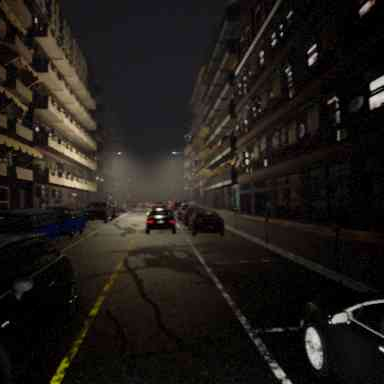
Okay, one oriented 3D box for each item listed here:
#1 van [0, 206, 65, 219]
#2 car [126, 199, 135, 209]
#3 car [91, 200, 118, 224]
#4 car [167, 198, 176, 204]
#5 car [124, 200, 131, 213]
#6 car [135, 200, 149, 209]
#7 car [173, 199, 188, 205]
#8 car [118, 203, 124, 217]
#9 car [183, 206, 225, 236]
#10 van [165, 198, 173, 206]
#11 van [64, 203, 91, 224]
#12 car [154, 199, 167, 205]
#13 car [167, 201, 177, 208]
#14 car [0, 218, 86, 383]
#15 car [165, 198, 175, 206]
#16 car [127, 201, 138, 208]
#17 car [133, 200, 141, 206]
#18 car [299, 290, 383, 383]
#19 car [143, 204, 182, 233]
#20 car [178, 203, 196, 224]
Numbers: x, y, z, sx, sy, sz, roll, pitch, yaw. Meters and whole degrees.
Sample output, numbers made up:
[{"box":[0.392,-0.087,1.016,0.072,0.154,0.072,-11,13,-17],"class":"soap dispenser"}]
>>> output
[{"box":[-6.544,1.588,13.096,1.690,1.788,3.998,0,-1,-6],"class":"van"},{"box":[-11.628,2.193,62.607,2.192,1.841,5.009,0,-1,-6],"class":"car"},{"box":[-8.239,1.759,29.601,2.192,1.841,5.009,0,-1,-6],"class":"car"},{"box":[-1.560,1.748,41.346,2.192,1.841,5.009,0,-1,-6],"class":"car"},{"box":[-9.935,2.218,46.102,1.947,1.339,4.313,0,-1,-6],"class":"car"},{"box":[-9.040,2.299,62.308,1.882,1.535,5.008,-1,-1,-6],"class":"car"},{"box":[-0.389,1.735,30.346,1.967,1.590,4.097,0,-1,-6],"class":"car"},{"box":[-8.804,1.827,35.101,2.192,1.841,5.009,0,-1,-6],"class":"car"},{"box":[0.733,1.707,19.341,1.887,1.381,4.507,0,-1,-6],"class":"car"},{"box":[-5.514,2.313,79.861,1.690,1.788,3.998,0,-1,-6],"class":"van"},{"box":[-7.110,1.653,18.598,1.690,1.788,3.998,0,-1,-6],"class":"van"},{"box":[-4.052,1.991,41.566,1.837,1.490,4.892,-1,0,-6],"class":"car"},{"box":[-3.820,2.311,63.351,1.802,1.307,4.206,0,-1,-6],"class":"car"},{"box":[-3.053,1.451,4.374,2.097,1.767,4.553,-1,0,-5],"class":"car"},{"box":[-4.949,2.204,74.359,2.192,1.841,5.009,0,-1,-6],"class":"car"},{"box":[-12.194,2.501,68.105,1.887,1.381,4.507,0,-1,-6],"class":"car"},{"box":[-13.888,2.787,84.610,1.802,1.307,4.206,0,-1,-6],"class":"car"},{"box":[2.427,1.528,2.837,2.008,1.369,4.403,0,-1,-6],"class":"car"},{"box":[-2.006,1.785,21.484,2.033,1.411,5.357,-1,-1,-6],"class":"car"},{"box":[0.168,1.773,24.842,1.887,1.381,4.507,0,-1,-6],"class":"car"}]
